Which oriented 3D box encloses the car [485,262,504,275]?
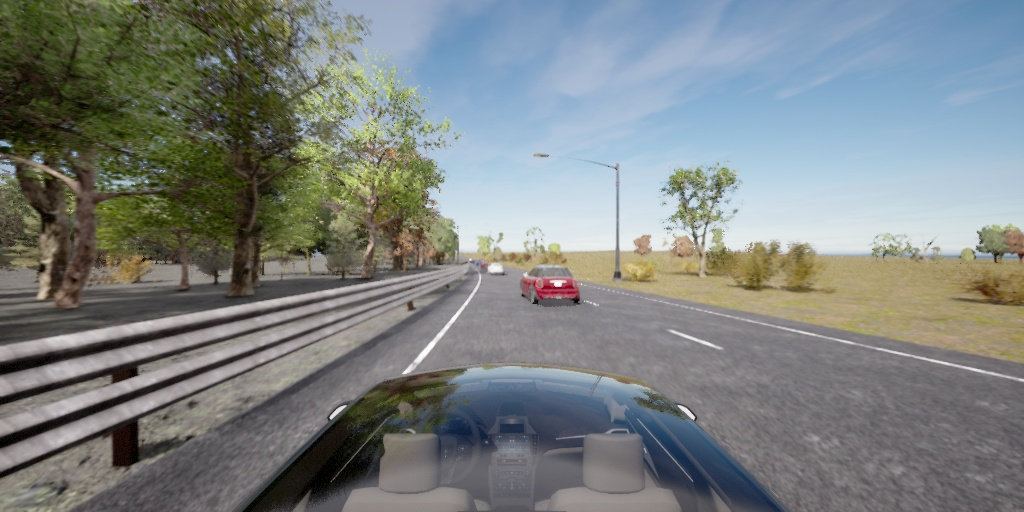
[{"bbox_3d":[-2.100,1.643,46.041,1.812,1.442,4.674,0,-1,-7],"label":"car"}]

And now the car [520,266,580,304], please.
[{"bbox_3d":[1.679,1.238,17.295,2.097,1.767,4.553,0,0,-7],"label":"car"}]
